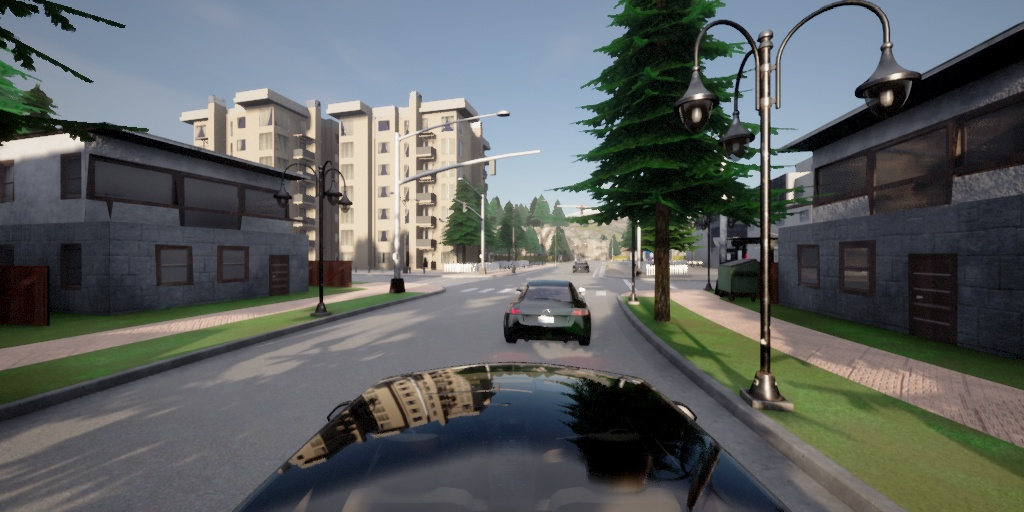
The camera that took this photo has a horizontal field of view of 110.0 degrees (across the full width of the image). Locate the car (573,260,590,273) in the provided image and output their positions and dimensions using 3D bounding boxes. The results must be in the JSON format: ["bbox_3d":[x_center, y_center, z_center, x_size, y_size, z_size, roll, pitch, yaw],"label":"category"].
[{"bbox_3d":[8.471,1.274,43.752,2.128,1.511,4.902,0,0,14],"label":"car"}]

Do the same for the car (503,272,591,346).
[{"bbox_3d":[1.012,1.314,9.535,1.994,1.385,4.181,0,0,9],"label":"car"}]
